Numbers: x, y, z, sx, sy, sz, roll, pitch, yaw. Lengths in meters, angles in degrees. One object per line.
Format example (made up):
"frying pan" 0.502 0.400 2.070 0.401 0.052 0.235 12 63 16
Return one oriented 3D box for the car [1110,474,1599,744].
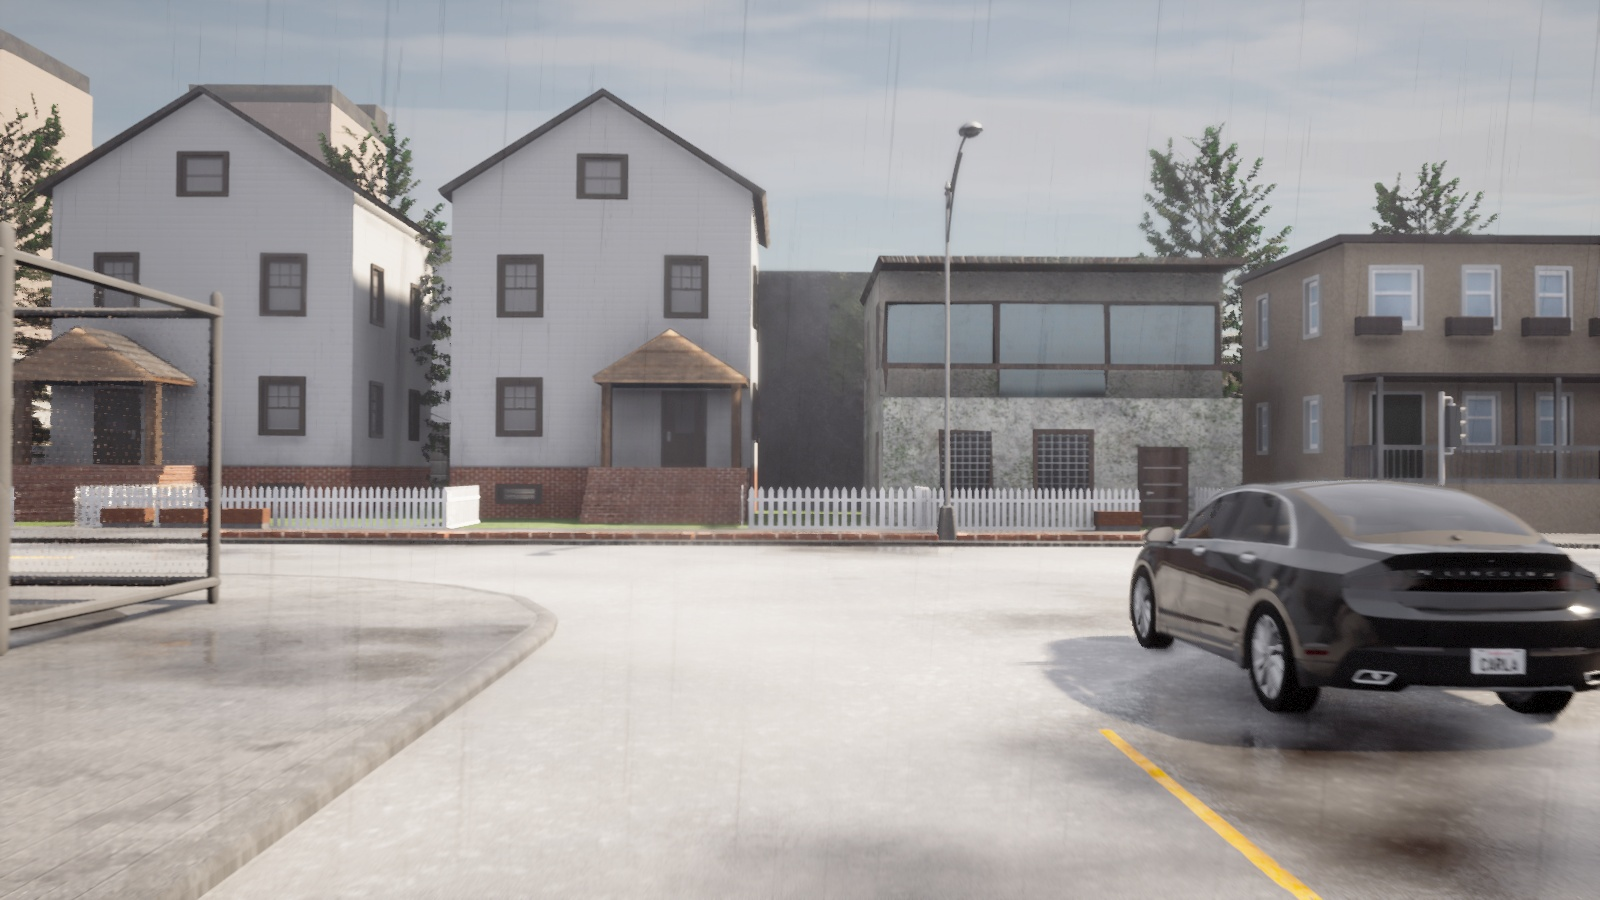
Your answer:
"car" 3.906 0.946 9.541 1.837 1.490 4.892 0 -1 0
